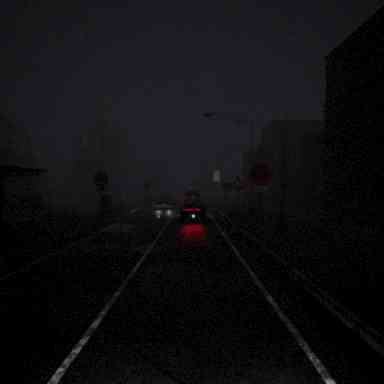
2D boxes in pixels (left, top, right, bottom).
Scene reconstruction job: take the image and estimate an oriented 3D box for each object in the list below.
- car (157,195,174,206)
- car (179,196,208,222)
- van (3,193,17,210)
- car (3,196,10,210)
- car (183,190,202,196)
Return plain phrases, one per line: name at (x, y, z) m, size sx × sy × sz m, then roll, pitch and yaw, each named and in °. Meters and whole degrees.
car at (-3.302, 1.083, 41.719) m, size 2.033 × 1.411 × 5.357 m, roll 0°, pitch 1°, yaw 0°
car at (0.094, 1.331, 24.645) m, size 1.837 × 1.490 × 4.892 m, roll 0°, pitch 1°, yaw 0°
van at (-22.017, 1.126, 37.251) m, size 4.442 × 1.987 × 1.878 m, roll 0°, pitch 0°, yaw 0°
car at (-22.159, 1.390, 34.478) m, size 4.792 × 1.488 × 2.163 m, roll 0°, pitch 0°, yaw 0°
car at (0.073, 0.764, 42.297) m, size 2.150 × 2.045 × 5.566 m, roll 0°, pitch 1°, yaw 0°
